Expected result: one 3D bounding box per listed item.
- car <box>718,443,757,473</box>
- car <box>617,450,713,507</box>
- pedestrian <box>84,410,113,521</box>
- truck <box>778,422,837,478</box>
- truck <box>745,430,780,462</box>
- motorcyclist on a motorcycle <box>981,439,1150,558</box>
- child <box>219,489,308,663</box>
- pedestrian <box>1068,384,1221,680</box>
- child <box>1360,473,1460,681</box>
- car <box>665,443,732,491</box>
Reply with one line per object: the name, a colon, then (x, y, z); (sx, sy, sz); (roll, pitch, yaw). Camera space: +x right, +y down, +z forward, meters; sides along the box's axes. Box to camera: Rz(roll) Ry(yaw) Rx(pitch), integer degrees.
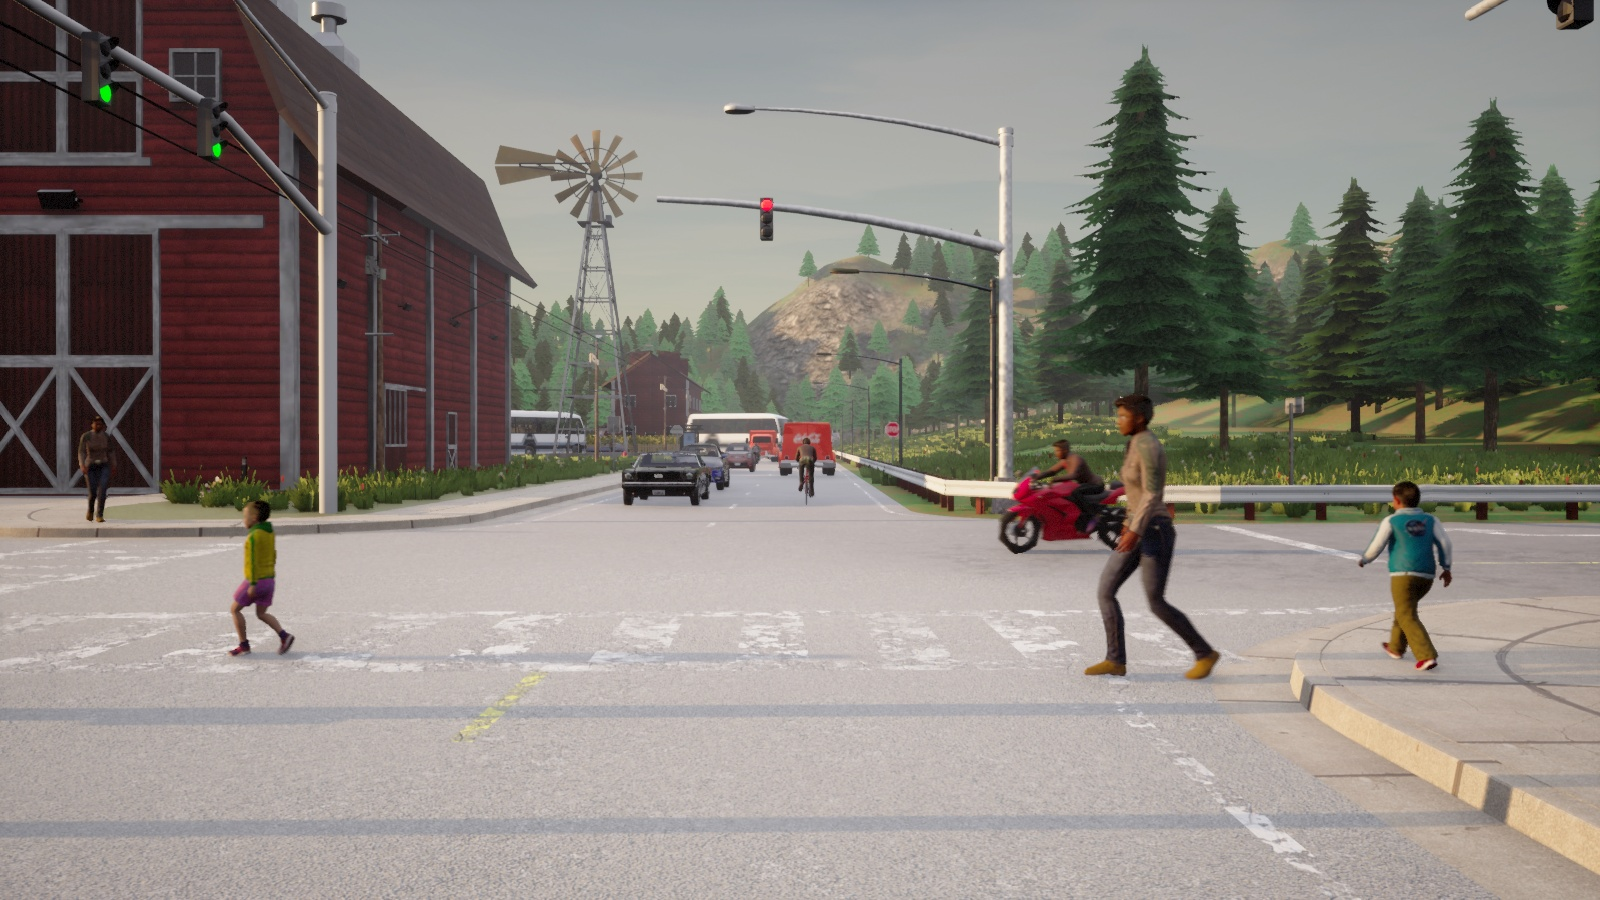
car: (-3.134, 0.397, 63.957); (1.845, 1.501, 3.633); (0, 0, -1)
car: (-3.310, 0.665, 31.709); (1.895, 1.301, 4.718); (0, 0, 0)
pedestrian: (-11.613, 0.248, 20.785); (0.328, 1.805, 0.869); (0, 0, -35)
truck: (0.337, -0.059, 58.257); (2.627, 2.467, 5.204); (0, 1, 0)
truck: (-2.936, -0.301, 99.340); (2.627, 2.467, 5.204); (0, 0, 0)
motorcyclist on a motorcycle: (3.519, 0.621, 16.715); (2.044, 1.523, 0.797); (0, 2, -8)
child: (-3.694, 0.855, 8.653); (0.473, 1.160, 0.299); (0, 0, 8)
pedestrian: (2.137, 0.499, 7.837); (0.869, 1.805, 0.328); (0, 0, 3)
child: (3.640, 0.741, 7.509); (0.343, 1.192, 0.448); (0, 0, -9)
car: (-3.259, 0.526, 40.978); (1.816, 1.474, 4.193); (0, 0, 0)
